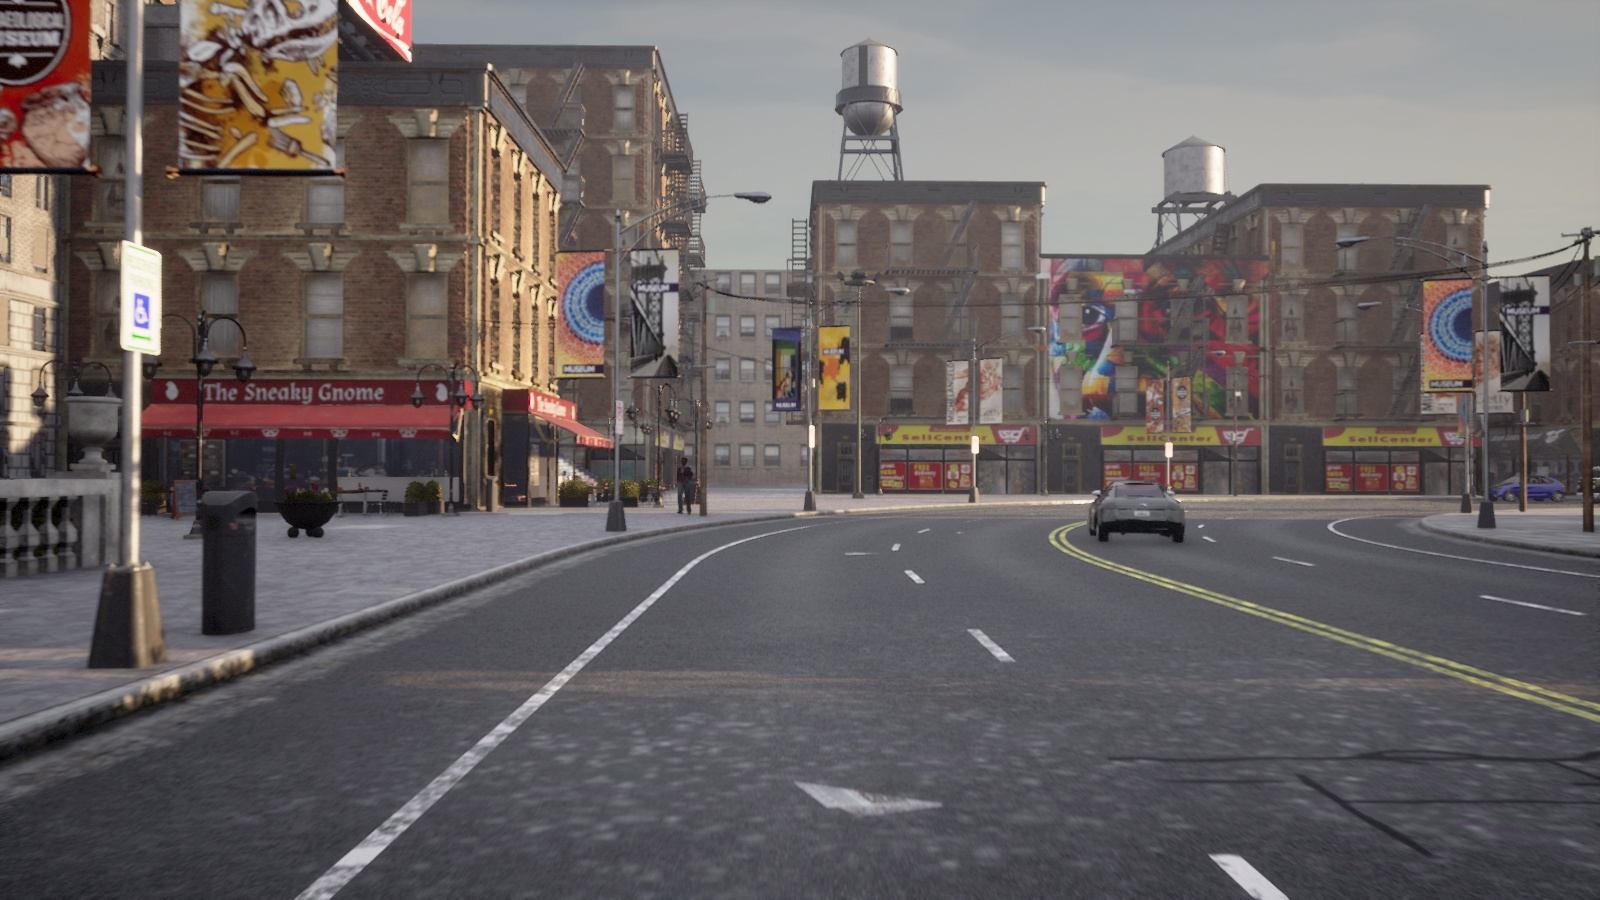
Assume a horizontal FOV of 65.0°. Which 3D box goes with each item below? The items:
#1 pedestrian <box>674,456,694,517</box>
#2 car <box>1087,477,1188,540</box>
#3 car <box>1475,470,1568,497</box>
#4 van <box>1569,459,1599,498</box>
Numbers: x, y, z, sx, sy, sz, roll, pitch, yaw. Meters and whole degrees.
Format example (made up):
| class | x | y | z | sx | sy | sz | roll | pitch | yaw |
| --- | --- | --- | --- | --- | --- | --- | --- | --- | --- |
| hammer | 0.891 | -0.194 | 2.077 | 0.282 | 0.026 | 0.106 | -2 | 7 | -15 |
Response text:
| class | x | y | z | sx | sy | sz | roll | pitch | yaw |
| --- | --- | --- | --- | --- | --- | --- | --- | --- | --- |
| pedestrian | -3.690 | 1.154 | 39.893 | 0.402 | 1.930 | 0.666 | -1 | -1 | 19 |
| car | 7.988 | 1.349 | 30.031 | 1.994 | 1.385 | 4.181 | 0 | -1 | 10 |
| car | 39.920 | 1.833 | 69.537 | 4.193 | 1.474 | 1.816 | 0 | -1 | -5 |
| van | 43.479 | 1.474 | 66.290 | 4.480 | 2.038 | 2.069 | 0 | -1 | -1 |
